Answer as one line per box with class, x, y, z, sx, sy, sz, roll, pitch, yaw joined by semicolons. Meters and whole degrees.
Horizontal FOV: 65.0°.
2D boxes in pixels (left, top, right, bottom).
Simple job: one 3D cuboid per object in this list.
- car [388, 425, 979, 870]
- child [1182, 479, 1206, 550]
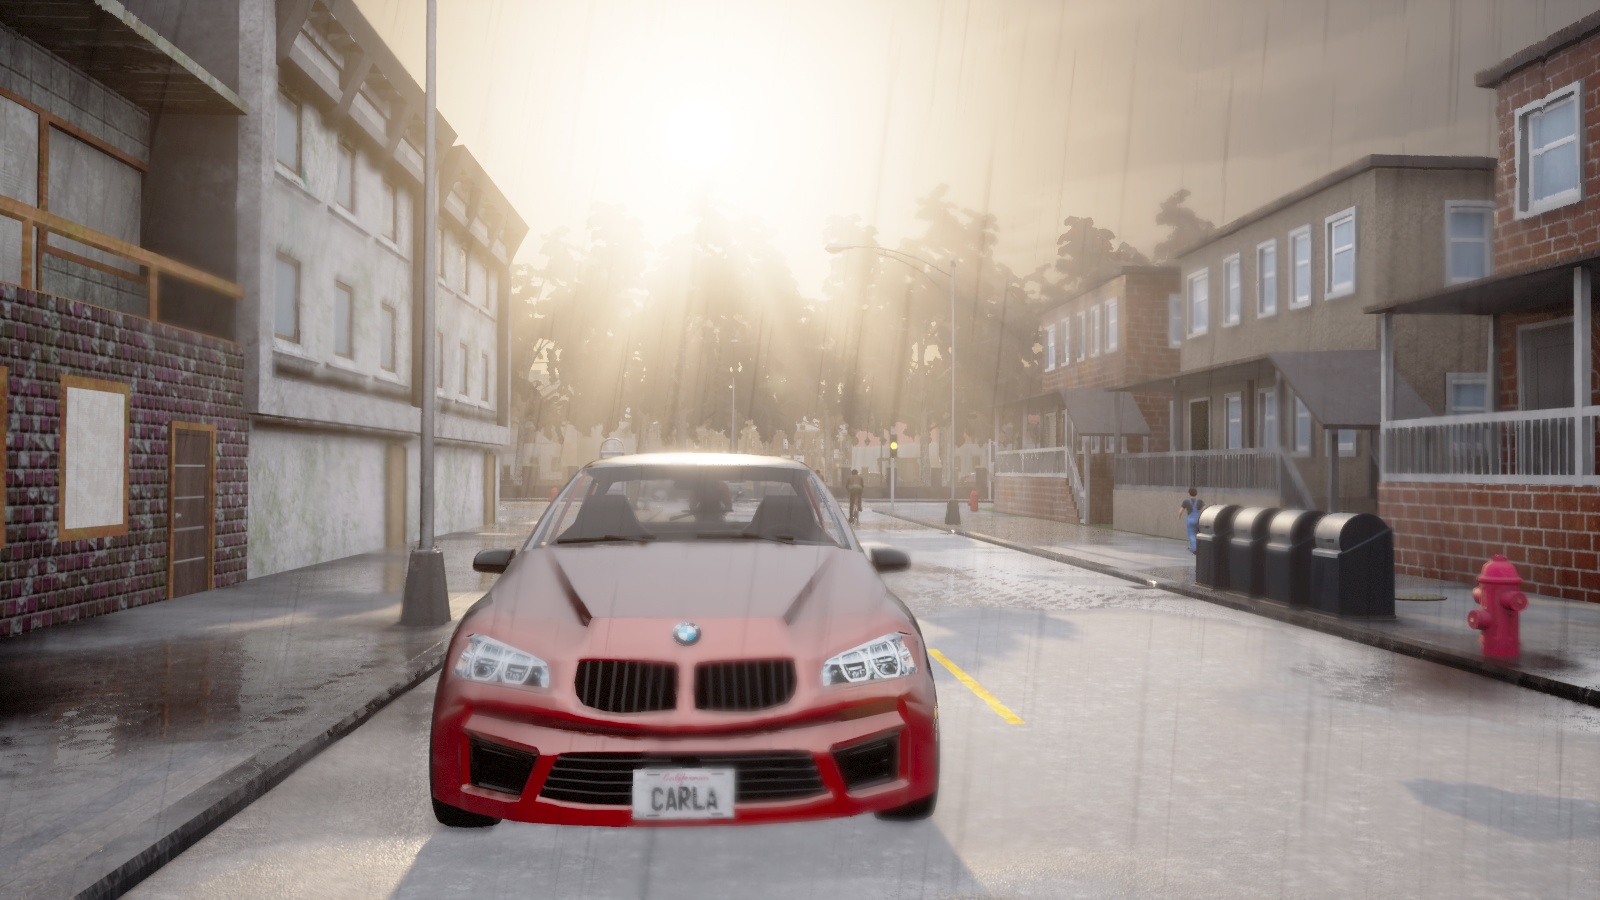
car;-0.578;0.780;7.099;2.242;1.667;4.611;0;-1;-4
child;7.100;1.155;22.633;0.270;1.263;0.437;0;-1;-4
